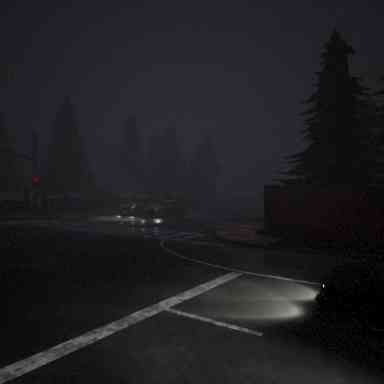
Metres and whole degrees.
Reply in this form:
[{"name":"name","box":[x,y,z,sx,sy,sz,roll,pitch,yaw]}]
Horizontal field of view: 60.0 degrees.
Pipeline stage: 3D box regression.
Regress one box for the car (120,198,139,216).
[{"name":"car","box":[-4.958,1.352,32.857,2.097,1.767,4.553,0,0,35]}]

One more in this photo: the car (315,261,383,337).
[{"name":"car","box":[4.752,1.547,4.875,5.357,1.411,2.033,0,0,36]}]

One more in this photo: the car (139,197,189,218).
[{"name":"car","box":[-2.226,1.478,30.662,1.882,1.535,5.008,0,0,35]}]
